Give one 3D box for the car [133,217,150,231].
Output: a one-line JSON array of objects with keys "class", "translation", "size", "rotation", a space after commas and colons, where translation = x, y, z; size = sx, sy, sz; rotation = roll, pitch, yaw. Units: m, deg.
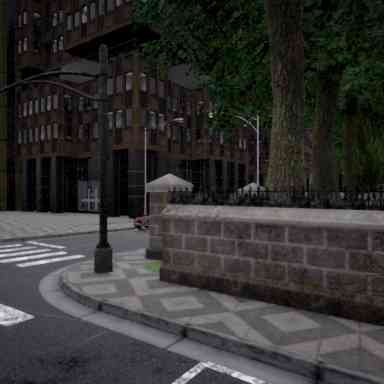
[{"class": "car", "translation": [-1.783, 1.981, 22.767], "size": [1.895, 1.301, 4.718], "rotation": [0, -1, 35]}]
